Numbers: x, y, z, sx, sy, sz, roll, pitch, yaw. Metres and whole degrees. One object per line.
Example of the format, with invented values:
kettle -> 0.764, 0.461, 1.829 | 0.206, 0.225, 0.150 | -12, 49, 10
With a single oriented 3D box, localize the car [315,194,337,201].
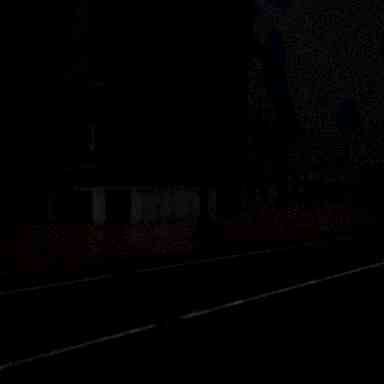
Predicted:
car -> 31.057, 1.305, 78.180 | 1.970, 1.475, 3.806 | 0, -1, -37

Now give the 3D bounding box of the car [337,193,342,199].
car -> 38.180, 0.876, 82.173 | 2.152, 1.636, 5.027 | 0, 0, -37
